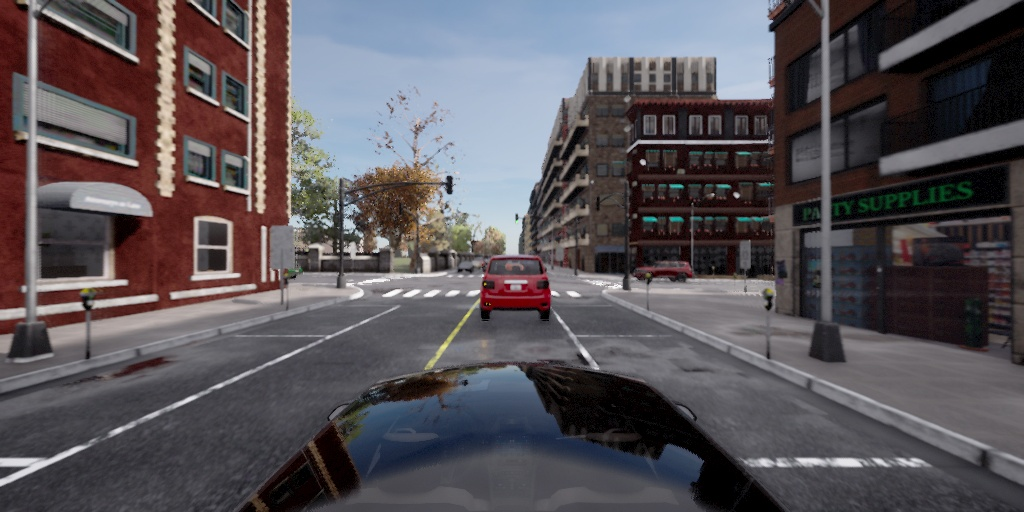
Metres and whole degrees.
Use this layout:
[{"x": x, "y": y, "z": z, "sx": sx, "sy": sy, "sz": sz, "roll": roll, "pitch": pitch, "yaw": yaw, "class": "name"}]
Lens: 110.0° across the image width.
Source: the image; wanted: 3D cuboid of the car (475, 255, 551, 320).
[{"x": 0.096, "y": 0.978, "z": 12.742, "sx": 2.150, "sy": 2.045, "sz": 5.566, "roll": 0, "pitch": 0, "yaw": 0, "class": "car"}]

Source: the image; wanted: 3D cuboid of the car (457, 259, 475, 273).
[{"x": -5.672, "y": 1.362, "z": 44.465, "sx": 1.948, "sy": 1.339, "sz": 4.313, "roll": 0, "pitch": 0, "yaw": 0, "class": "car"}]

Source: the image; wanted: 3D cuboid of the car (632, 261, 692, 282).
[{"x": 13.462, "y": 1.375, "z": 32.115, "sx": 5.009, "sy": 1.841, "sz": 2.192, "roll": 0, "pitch": 0, "yaw": -1, "class": "car"}]

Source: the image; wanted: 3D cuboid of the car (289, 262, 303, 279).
[{"x": -18.341, "y": 0.686, "z": 26.067, "sx": 5.566, "sy": 2.045, "sz": 2.150, "roll": 1, "pitch": 0, "yaw": 1, "class": "car"}]
